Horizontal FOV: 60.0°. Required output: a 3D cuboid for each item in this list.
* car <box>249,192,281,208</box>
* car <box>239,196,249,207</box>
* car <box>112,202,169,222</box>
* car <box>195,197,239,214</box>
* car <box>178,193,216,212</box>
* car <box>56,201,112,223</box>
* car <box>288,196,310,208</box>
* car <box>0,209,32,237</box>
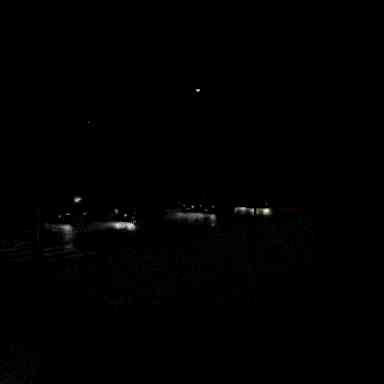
[{"bbox_3d":[10.182,1.038,44.795,2.150,2.045,5.566,0,1,35],"label":"car"},{"bbox_3d":[7.696,1.314,46.904,2.128,1.511,4.902,0,0,35],"label":"car"},{"bbox_3d":[-3.623,1.485,25.404,1.994,1.385,4.181,0,0,35],"label":"car"},{"bbox_3d":[2.662,1.475,34.255,1.895,1.301,4.718,0,0,35],"label":"car"},{"bbox_3d":[0.780,1.099,37.217,2.150,2.045,5.566,0,0,36],"label":"car"},{"bbox_3d":[-7.812,1.442,25.096,1.837,1.490,4.892,0,0,35],"label":"car"},{"bbox_3d":[14.518,1.306,45.015,1.837,1.490,4.892,0,0,35],"label":"car"},{"bbox_3d":[-10.014,1.516,15.790,2.033,1.411,5.357,0,0,29],"label":"car"}]
